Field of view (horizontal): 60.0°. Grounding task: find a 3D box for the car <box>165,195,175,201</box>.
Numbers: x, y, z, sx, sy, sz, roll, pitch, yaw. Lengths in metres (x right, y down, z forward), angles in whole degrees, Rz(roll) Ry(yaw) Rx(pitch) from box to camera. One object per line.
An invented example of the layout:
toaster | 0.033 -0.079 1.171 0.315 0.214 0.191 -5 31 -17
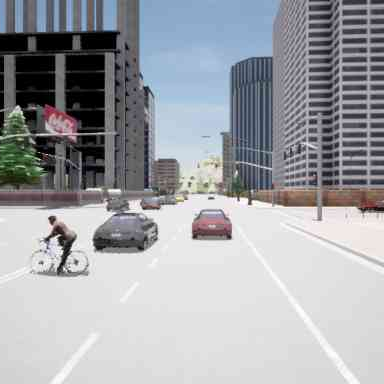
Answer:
car | -5.573 1.546 85.571 1.994 1.385 4.181 0 0 3

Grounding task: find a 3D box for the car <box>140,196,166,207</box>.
car | -4.817 1.564 40.418 1.994 1.385 4.181 0 0 3

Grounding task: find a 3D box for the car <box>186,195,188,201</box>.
car | -2.006 1.490 86.613 1.837 1.490 4.892 0 0 3

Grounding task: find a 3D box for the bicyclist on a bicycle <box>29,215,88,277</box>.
bicyclist on a bicycle | -3.612 1.454 8.998 1.656 1.620 0.582 -1 0 3

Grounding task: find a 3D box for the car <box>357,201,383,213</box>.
car | 20.628 1.601 36.194 4.718 1.301 1.895 0 0 3

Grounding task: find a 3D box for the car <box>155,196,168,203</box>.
car | -6.450 1.595 70.640 1.895 1.301 4.718 0 0 3

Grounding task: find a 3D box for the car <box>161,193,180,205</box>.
car | -3.820 1.355 57.145 2.097 1.767 4.553 0 0 4

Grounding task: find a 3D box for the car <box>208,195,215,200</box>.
car | 5.432 1.595 93.874 1.895 1.301 4.718 0 0 3

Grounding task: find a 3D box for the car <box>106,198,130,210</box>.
car | -8.449 1.504 38.313 1.837 1.490 4.892 0 0 3

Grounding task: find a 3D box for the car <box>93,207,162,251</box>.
car | -2.656 1.564 14.220 1.994 1.385 4.181 0 0 4

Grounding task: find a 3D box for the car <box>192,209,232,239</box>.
car | 1.045 1.564 17.419 1.994 1.385 4.181 0 0 3

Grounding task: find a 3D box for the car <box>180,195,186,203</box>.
car | -2.903 1.478 71.330 1.882 1.535 5.008 0 0 3

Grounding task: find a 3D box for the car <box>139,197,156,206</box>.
car | -7.410 1.525 55.812 1.812 1.442 4.674 0 0 4
